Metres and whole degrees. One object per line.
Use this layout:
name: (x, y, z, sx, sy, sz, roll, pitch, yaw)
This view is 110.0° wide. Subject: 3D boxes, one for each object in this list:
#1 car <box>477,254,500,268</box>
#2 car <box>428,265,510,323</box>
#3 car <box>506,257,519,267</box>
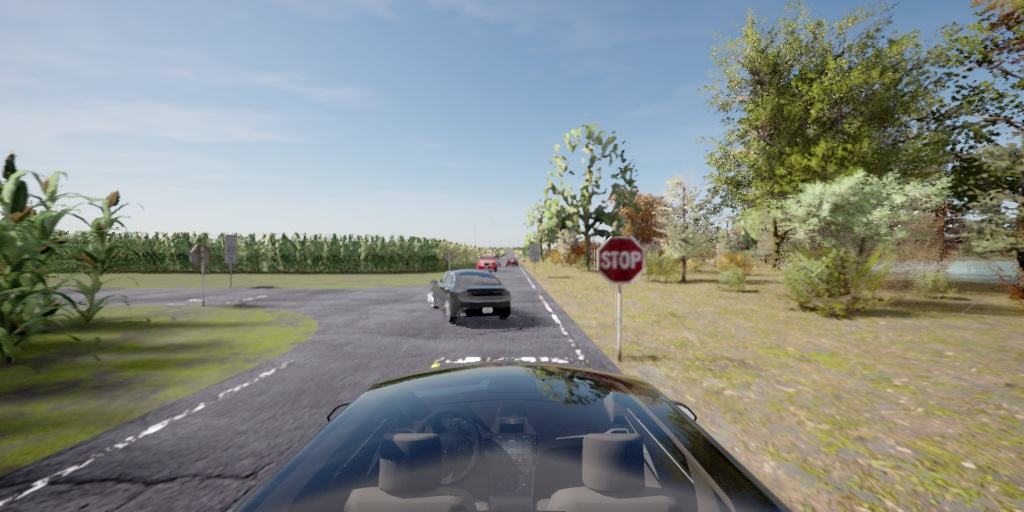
car: (-2.856, 0.839, 42.268, 2.150, 2.045, 5.566, 0, 0, -1)
car: (-1.578, 1.228, 12.179, 1.837, 1.490, 4.892, 1, 0, -22)
car: (0.041, 0.886, 61.574, 2.097, 1.767, 4.553, 0, 0, 1)
